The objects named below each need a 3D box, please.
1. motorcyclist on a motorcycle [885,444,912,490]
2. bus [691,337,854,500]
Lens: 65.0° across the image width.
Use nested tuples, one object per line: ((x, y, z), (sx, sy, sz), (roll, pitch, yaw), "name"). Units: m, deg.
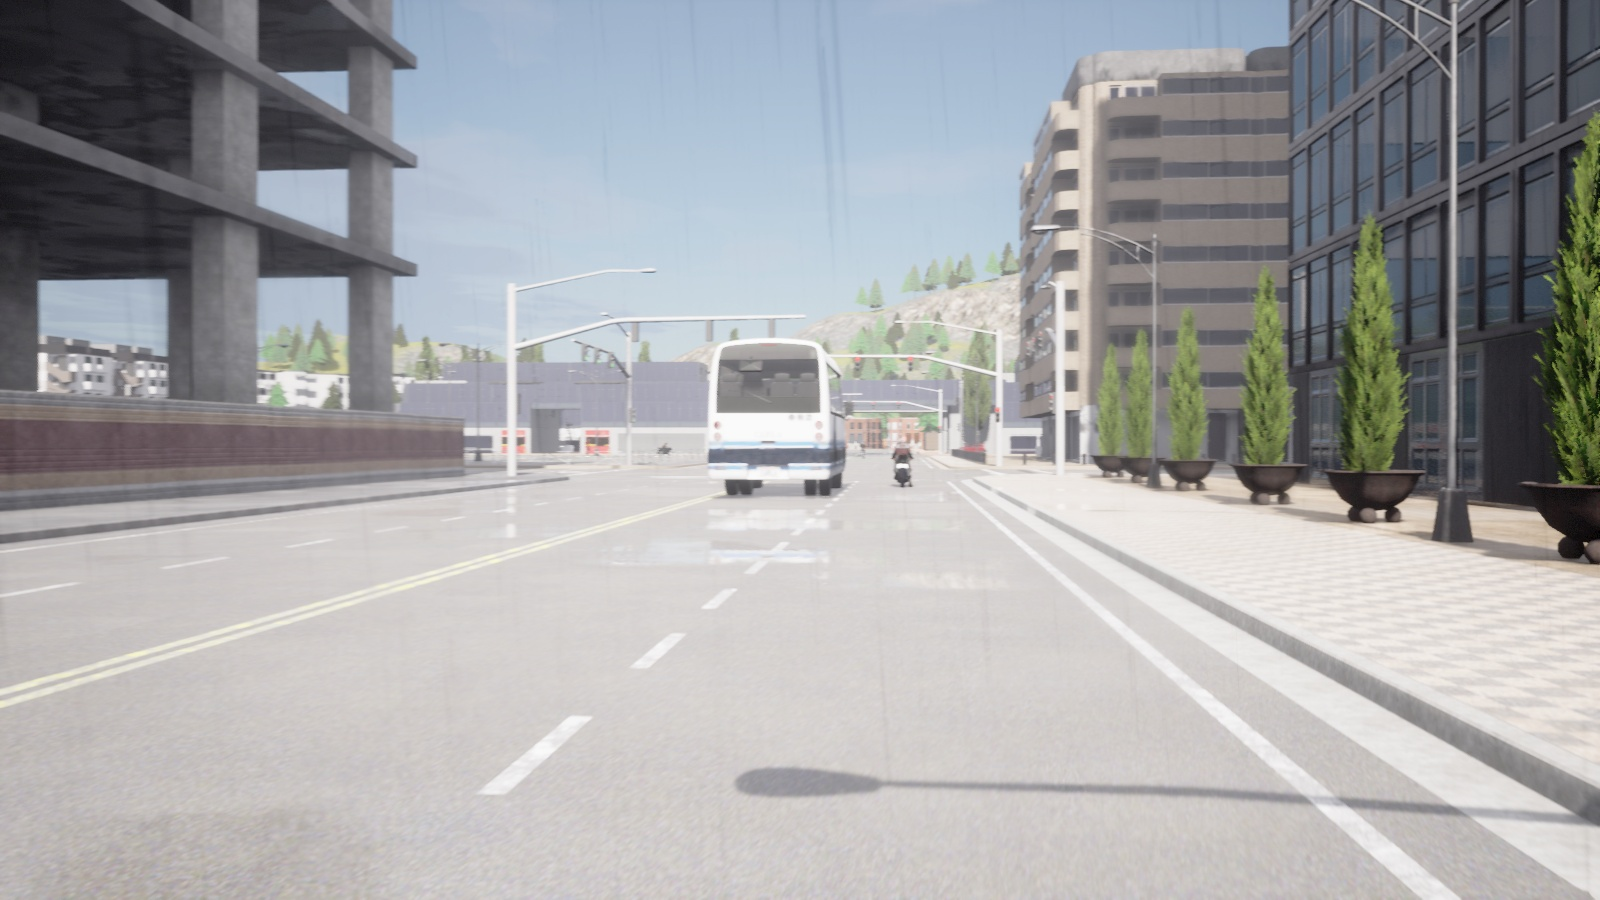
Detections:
((3.340, 0.547, 42.509), (0.866, 1.530, 2.191), (0, 0, 4), "motorcyclist on a motorcycle")
((-0.513, -0.847, 38.101), (3.944, 4.253, 10.273), (0, 0, 4), "bus")
